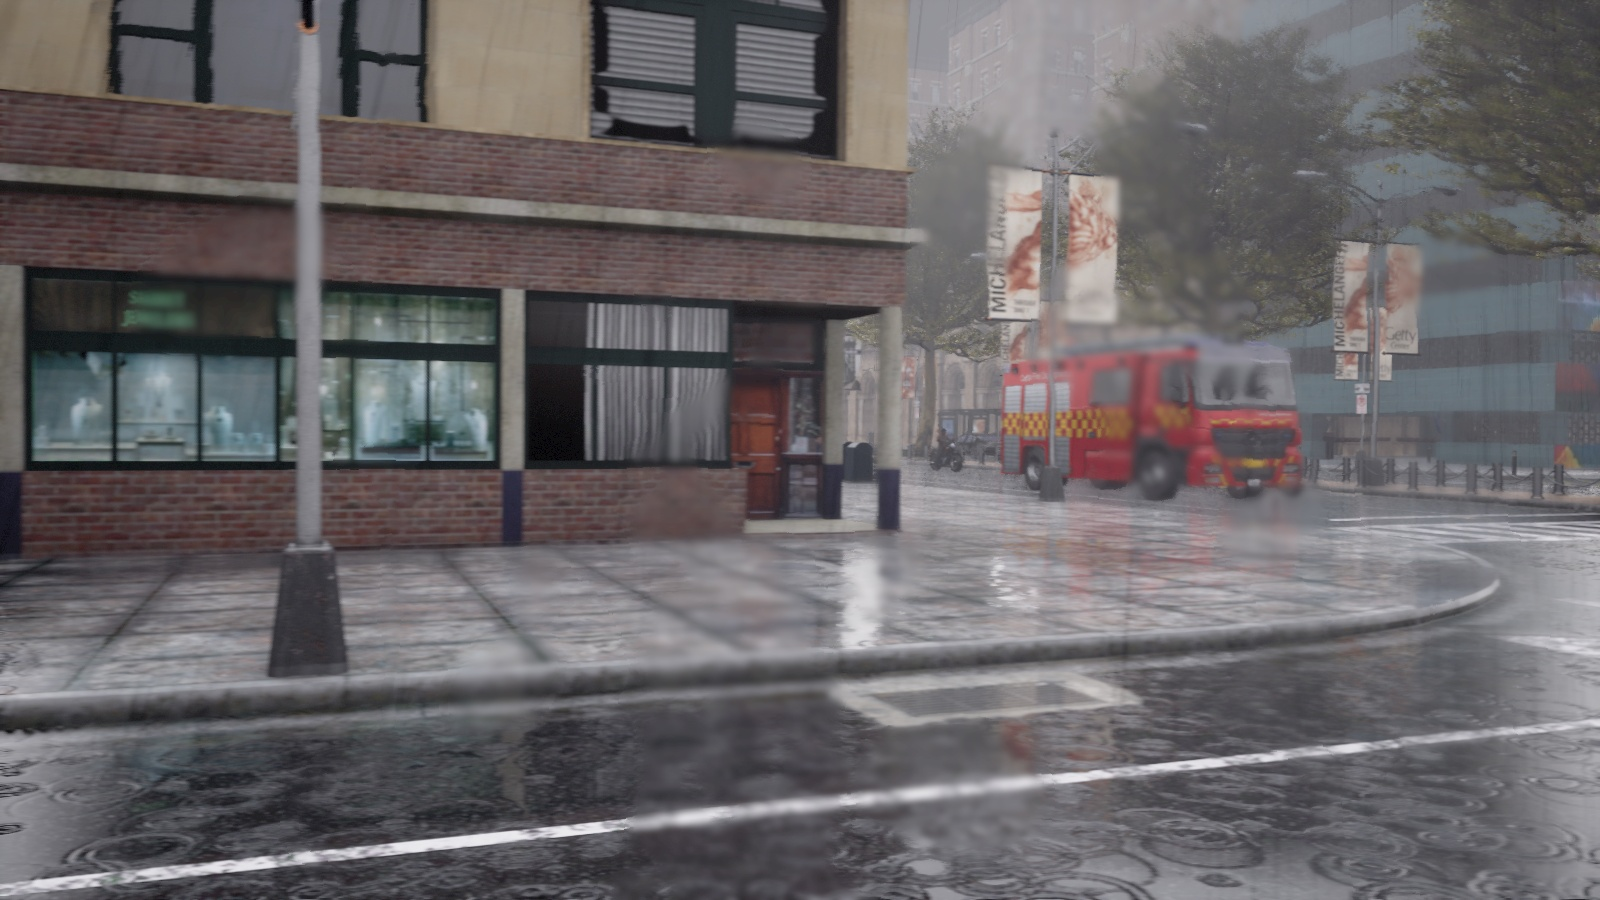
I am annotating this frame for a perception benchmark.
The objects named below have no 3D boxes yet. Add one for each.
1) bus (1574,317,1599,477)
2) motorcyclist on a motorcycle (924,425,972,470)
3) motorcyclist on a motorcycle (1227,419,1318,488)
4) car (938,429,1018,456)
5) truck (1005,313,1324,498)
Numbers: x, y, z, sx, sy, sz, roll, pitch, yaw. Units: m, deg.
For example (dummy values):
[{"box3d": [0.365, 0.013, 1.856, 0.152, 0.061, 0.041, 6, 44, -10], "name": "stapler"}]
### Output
[{"box3d": [24.633, -1.394, 29.898, 3.944, 4.253, 10.273, -1, 1, -21], "name": "bus"}, {"box3d": [5.580, -0.125, 47.479, 0.766, 1.649, 2.350, -1, 1, -21], "name": "motorcyclist on a motorcycle"}, {"box3d": [11.795, 0.069, 31.448, 0.766, 1.649, 2.350, -1, 1, -21], "name": "motorcyclist on a motorcycle"}, {"box3d": [9.667, -0.439, 68.812, 2.033, 1.411, 5.357, -1, 1, -20], "name": "car"}, {"box3d": [8.393, -0.988, 30.430, 2.891, 3.827, 8.468, -1, 1, -21], "name": "truck"}]
